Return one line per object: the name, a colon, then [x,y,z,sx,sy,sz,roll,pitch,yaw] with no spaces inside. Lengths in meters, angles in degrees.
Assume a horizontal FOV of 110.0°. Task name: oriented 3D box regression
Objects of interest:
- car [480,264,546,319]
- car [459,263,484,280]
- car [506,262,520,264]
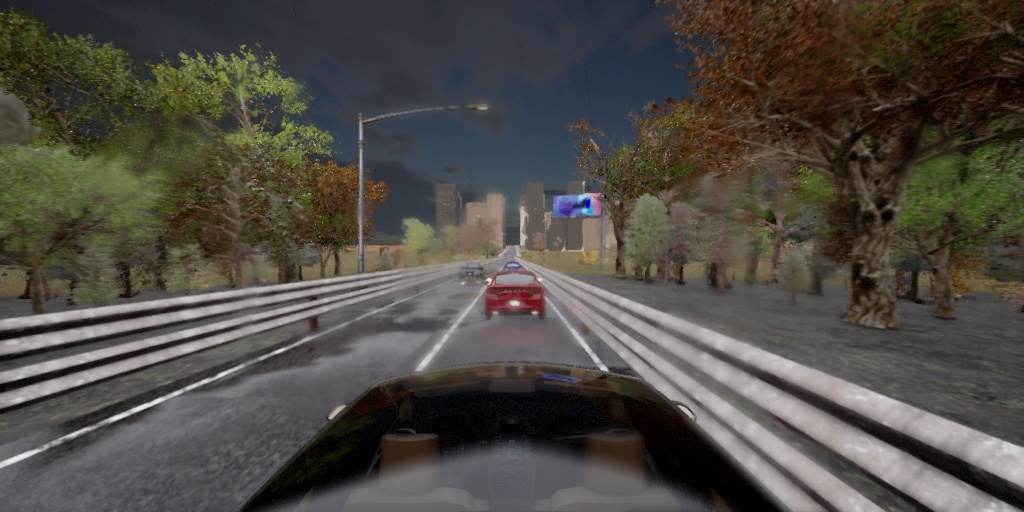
car: [0.102,1.222,12.813,1.882,1.535,5.008,0,0,0]
car: [-3.353,1.300,30.867,1.994,1.385,4.181,0,0,0]
car: [0.089,1.260,33.491,1.812,1.442,4.674,0,0,0]
